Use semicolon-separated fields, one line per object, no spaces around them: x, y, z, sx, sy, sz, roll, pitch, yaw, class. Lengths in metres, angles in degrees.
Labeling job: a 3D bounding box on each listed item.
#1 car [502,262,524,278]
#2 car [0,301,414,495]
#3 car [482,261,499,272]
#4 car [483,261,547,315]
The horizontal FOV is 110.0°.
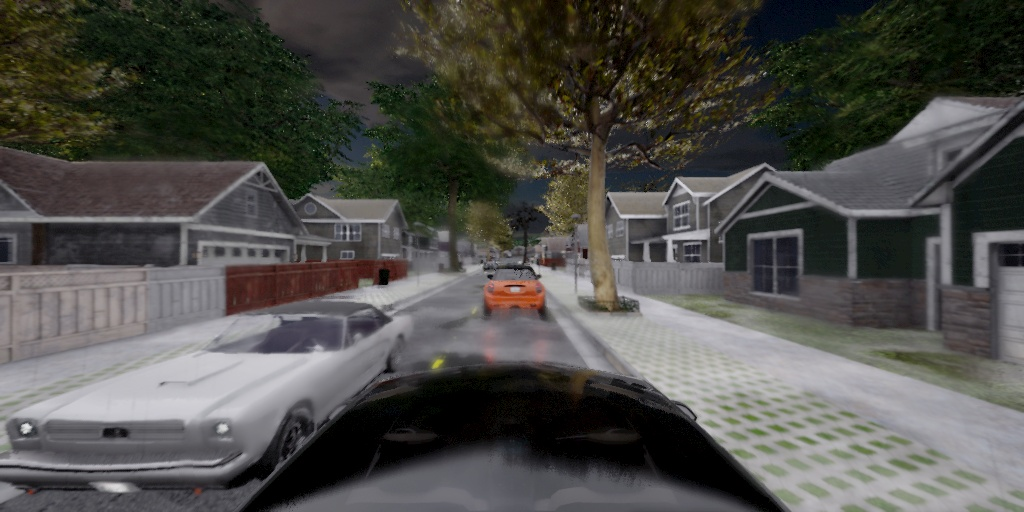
0.116;1.334;36.200;2.033;1.411;5.357;0;0;0;car
-2.850;1.353;4.779;1.895;1.301;4.718;0;0;0;car
-2.806;1.375;48.010;1.994;1.385;4.181;0;0;0;car
0.105;1.111;13.730;2.097;1.767;4.553;0;0;0;car
